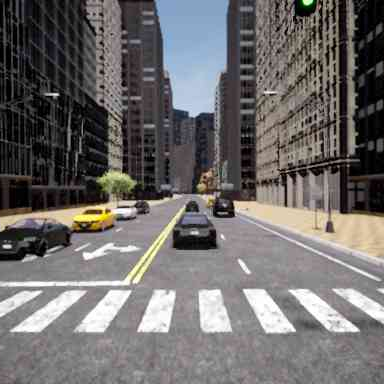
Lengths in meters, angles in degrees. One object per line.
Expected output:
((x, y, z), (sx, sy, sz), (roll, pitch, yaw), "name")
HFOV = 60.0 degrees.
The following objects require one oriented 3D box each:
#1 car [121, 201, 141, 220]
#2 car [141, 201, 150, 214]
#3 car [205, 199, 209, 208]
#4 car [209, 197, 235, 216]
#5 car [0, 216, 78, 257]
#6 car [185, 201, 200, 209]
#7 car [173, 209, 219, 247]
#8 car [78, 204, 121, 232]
((-6.494, 1.903, 32.221), (1.812, 1.442, 4.674), (-1, -1, 1), "car")
((-6.451, 1.974, 42.421), (1.837, 1.490, 4.892), (-1, -1, 0), "car")
((3.411, 1.995, 58.526), (1.882, 1.535, 5.008), (-1, -1, 0), "car")
((3.391, 1.545, 36.560), (2.150, 2.045, 5.566), (-1, -1, 0), "car")
((-6.579, 1.774, 13.844), (1.994, 1.385, 4.181), (-1, -1, 0), "car")
((0.055, 1.940, 45.322), (1.837, 1.490, 4.892), (-1, 0, 0), "car")
((0.114, 1.732, 16.117), (1.994, 1.385, 4.181), (-1, -1, 0), "car")
((-6.560, 1.770, 22.773), (1.882, 1.535, 5.008), (-1, -1, 0), "car")
